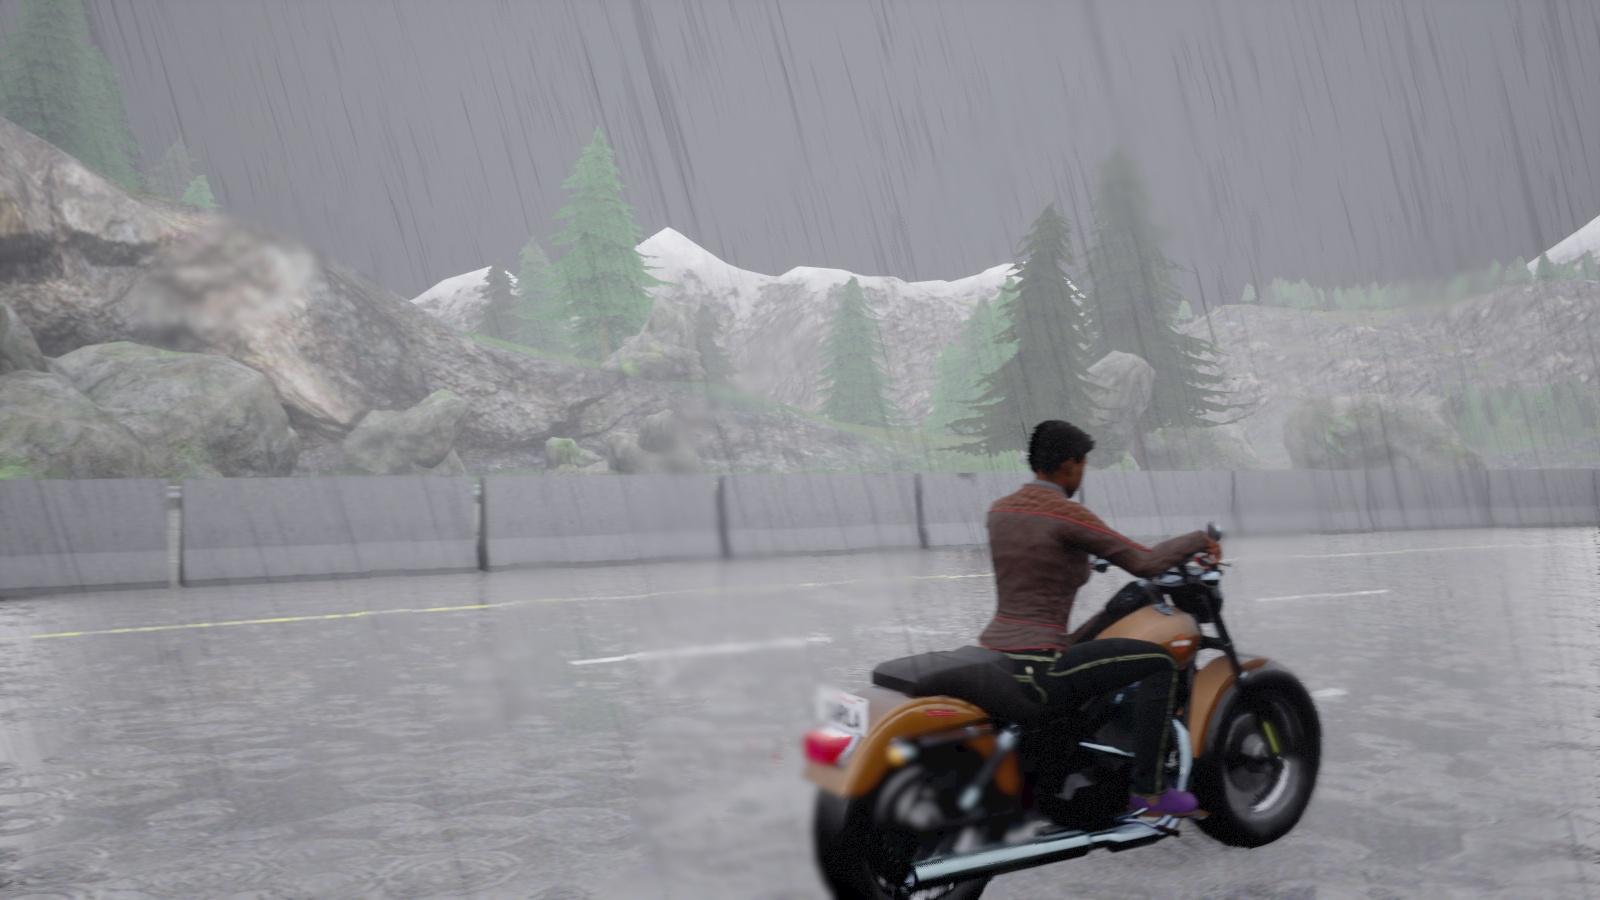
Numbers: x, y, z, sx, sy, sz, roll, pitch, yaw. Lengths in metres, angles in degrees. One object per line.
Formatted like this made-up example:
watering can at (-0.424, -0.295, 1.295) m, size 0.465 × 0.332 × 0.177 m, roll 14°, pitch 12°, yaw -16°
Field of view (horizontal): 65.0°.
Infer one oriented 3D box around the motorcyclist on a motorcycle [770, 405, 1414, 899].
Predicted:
motorcyclist on a motorcycle at (1.102, 0.702, 4.400) m, size 2.350 × 1.649 × 0.766 m, roll 0°, pitch 0°, yaw -33°
